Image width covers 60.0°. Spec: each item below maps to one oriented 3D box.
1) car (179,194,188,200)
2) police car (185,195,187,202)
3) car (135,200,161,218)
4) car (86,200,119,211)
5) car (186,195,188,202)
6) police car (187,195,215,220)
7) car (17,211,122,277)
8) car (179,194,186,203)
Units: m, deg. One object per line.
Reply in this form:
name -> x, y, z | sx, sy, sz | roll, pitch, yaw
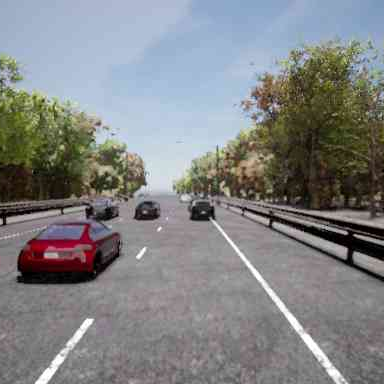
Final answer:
car -> -1.999, 1.113, 78.117 | 1.812, 1.442, 4.674 | 0, 0, -3
police car -> 0.428, 1.236, 43.137 | 1.930, 1.638, 5.238 | 0, 0, -2
car -> -3.677, 1.387, 28.021 | 1.812, 1.442, 4.674 | 0, 0, -1
car -> -7.158, 1.358, 26.907 | 2.128, 1.511, 4.902 | 0, 0, -1
car -> 0.591, 1.307, 36.990 | 1.882, 1.535, 5.008 | 0, 0, -1
police car -> 0.802, 1.290, 27.037 | 1.930, 1.638, 5.238 | 0, 0, -1
car -> -3.447, 1.509, 10.122 | 1.994, 1.385, 4.181 | 0, 0, 0
car -> -1.243, 1.296, 61.717 | 1.812, 1.442, 4.674 | 0, 0, -2
